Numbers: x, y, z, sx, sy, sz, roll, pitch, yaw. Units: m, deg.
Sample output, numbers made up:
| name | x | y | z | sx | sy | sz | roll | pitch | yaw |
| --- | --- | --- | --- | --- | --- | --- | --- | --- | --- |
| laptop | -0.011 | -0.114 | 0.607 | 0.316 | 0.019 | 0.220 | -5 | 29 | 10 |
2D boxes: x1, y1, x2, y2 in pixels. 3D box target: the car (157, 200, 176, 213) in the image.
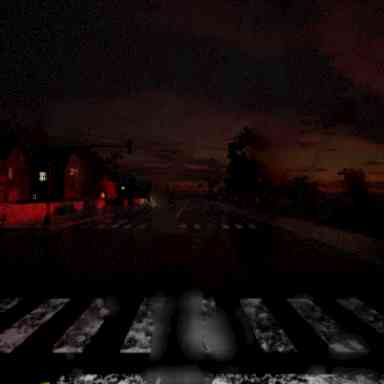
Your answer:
| name | x | y | z | sx | sy | sz | roll | pitch | yaw |
| --- | --- | --- | --- | --- | --- | --- | --- | --- | --- |
| car | -3.247 | 1.794 | 42.811 | 2.097 | 1.767 | 4.553 | 0 | -1 | 0 |
